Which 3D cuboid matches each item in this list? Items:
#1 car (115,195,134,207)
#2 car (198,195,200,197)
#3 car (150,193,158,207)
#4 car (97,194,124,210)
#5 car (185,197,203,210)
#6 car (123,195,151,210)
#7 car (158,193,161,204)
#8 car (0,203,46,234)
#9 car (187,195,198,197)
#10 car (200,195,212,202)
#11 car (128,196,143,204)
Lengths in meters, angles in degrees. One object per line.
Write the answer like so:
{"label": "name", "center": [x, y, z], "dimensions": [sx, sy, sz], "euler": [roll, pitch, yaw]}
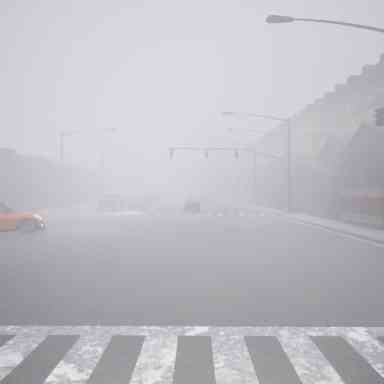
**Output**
{"label": "car", "center": [-10.618, 1.352, 52.839], "dimensions": [2.097, 1.767, 4.553], "euler": [0, 0, 0]}
{"label": "car", "center": [2.140, 1.389, 83.585], "dimensions": [1.812, 1.442, 4.674], "euler": [0, 0, -17]}
{"label": "car", "center": [-7.124, 1.352, 52.503], "dimensions": [2.097, 1.767, 4.553], "euler": [0, 0, 0]}
{"label": "car", "center": [-10.605, 1.221, 43.309], "dimensions": [2.150, 2.045, 5.566], "euler": [0, 0, 2]}
{"label": "car", "center": [0.041, 1.601, 42.240], "dimensions": [1.895, 1.301, 4.718], "euler": [0, 0, 0]}
{"label": "car", "center": [-7.118, 1.491, 43.558], "dimensions": [2.128, 1.511, 4.902], "euler": [0, 0, 0]}
{"label": "car", "center": [-7.112, 1.221, 63.081], "dimensions": [2.150, 2.045, 5.566], "euler": [0, 0, 0]}
{"label": "car", "center": [-10.304, 1.352, 17.797], "dimensions": [4.553, 1.767, 2.097], "euler": [0, 0, -25]}
{"label": "car", "center": [-0.444, 1.500, 78.875], "dimensions": [1.837, 1.490, 4.892], "euler": [0, 0, -10]}
{"label": "car", "center": [3.399, 1.547, 73.968], "dimensions": [1.994, 1.385, 4.181], "euler": [0, 0, -3]}
{"label": "car", "center": [-10.609, 1.491, 62.839], "dimensions": [2.128, 1.511, 4.902], "euler": [0, 0, 0]}
